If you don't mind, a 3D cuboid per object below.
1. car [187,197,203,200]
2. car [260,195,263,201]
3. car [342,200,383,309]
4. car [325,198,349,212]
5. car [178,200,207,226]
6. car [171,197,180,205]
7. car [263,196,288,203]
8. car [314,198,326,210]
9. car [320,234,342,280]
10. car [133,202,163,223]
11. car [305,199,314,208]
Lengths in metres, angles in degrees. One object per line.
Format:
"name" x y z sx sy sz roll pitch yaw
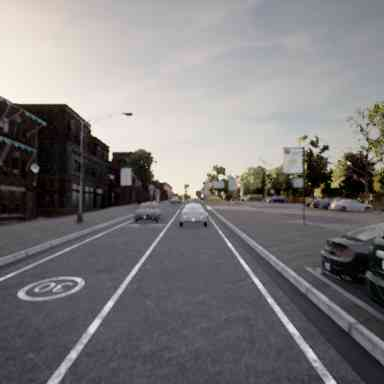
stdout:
"car" 0.075 1.483 40.675 2.097 1.767 4.553 0 0 0
"car" 18.640 1.772 76.237 4.674 1.452 2.002 0 0 0
"car" 5.621 1.212 4.985 5.566 2.045 2.435 0 0 0
"car" 18.675 1.617 39.034 4.674 1.452 2.002 0 0 0
"car" 0.085 1.582 24.001 1.812 1.442 4.674 0 0 0
"car" -3.295 1.777 67.129 1.812 1.442 4.674 0 0 0
"car" 18.713 1.592 73.068 4.553 1.767 2.185 0 0 0
"car" 18.683 1.590 42.182 5.008 1.535 2.097 0 0 0
"car" 5.587 1.464 7.786 4.892 1.521 2.231 0 0 0
"car" -3.365 1.571 26.147 1.837 1.490 4.892 0 0 0
"car" 18.673 1.605 45.456 4.892 1.521 2.231 0 0 0
